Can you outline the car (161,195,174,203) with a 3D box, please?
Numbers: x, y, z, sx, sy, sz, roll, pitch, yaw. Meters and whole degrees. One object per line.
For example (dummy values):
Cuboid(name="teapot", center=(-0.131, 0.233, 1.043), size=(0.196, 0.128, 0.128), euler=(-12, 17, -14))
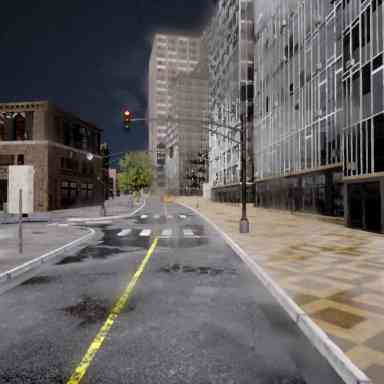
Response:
Cuboid(name="car", center=(-4.847, 1.466, 68.185), size=(1.882, 1.535, 5.008), euler=(0, 0, -8))
